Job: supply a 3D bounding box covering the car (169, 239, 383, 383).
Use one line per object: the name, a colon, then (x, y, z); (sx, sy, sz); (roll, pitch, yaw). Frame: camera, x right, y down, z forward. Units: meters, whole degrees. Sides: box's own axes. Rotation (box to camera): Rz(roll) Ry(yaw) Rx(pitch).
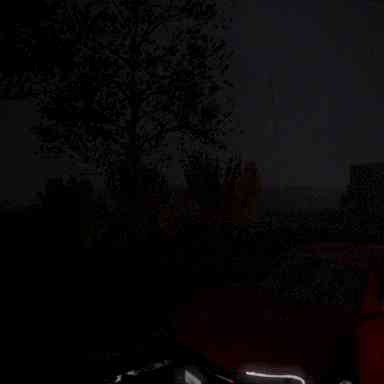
car: (2.044, 1.476, 4.524); (5.008, 1.535, 1.882); (0, 0, -35)
